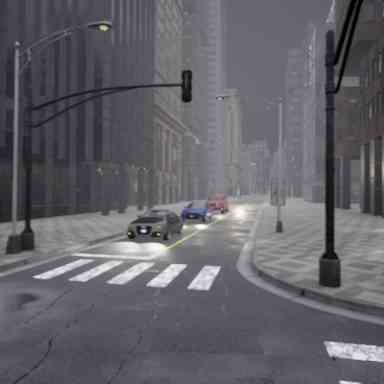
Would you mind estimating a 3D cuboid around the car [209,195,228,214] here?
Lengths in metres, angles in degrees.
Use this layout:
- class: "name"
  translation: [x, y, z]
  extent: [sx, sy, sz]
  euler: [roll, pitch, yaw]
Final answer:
- class: "car"
  translation: [2.842, 1.343, 37.902]
  extent: [2.150, 2.045, 5.566]
  euler: [0, 0, 13]

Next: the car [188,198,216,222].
- class: "car"
  translation: [0.493, 1.571, 27.479]
  extent: [1.882, 1.535, 5.008]
  euler: [0, 0, 12]

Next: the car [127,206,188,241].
- class: "car"
  translation: [-1.789, 1.630, 17.320]
  extent: [1.994, 1.385, 4.181]
  euler: [0, 0, 13]
